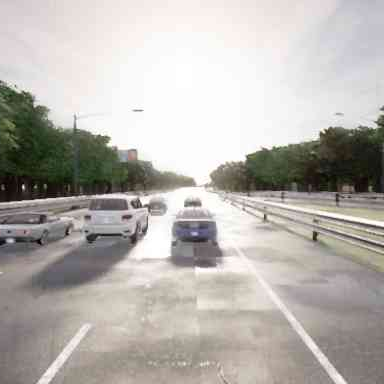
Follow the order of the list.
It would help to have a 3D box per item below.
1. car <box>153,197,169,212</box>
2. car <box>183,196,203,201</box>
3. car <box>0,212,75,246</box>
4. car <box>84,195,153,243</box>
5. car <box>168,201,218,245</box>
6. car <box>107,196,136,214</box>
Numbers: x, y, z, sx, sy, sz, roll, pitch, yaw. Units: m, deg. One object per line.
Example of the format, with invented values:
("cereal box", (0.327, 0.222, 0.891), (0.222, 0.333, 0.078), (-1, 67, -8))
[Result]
("car", (-3.404, 1.212, 33.914), (1.812, 1.442, 4.674), (0, 1, 0))
("car", (0.096, 1.155, 34.440), (1.882, 1.535, 5.008), (0, 1, 0))
("car", (-6.902, 1.539, 14.898), (1.895, 1.301, 4.718), (0, 1, 0))
("car", (-3.402, 1.152, 15.875), (2.150, 2.045, 5.566), (0, 1, 0))
("car", (0.098, 1.414, 15.142), (1.882, 1.535, 5.008), (0, 1, 0))
("car", (-6.904, 1.207, 32.934), (1.837, 1.490, 4.892), (0, 1, 0))
